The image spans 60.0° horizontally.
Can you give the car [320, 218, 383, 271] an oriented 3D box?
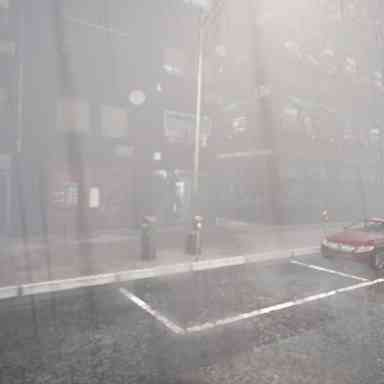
[{"bbox_3d":[5.924,1.515,10.634,4.206,1.307,1.802,1,2,-34],"label":"car"}]
